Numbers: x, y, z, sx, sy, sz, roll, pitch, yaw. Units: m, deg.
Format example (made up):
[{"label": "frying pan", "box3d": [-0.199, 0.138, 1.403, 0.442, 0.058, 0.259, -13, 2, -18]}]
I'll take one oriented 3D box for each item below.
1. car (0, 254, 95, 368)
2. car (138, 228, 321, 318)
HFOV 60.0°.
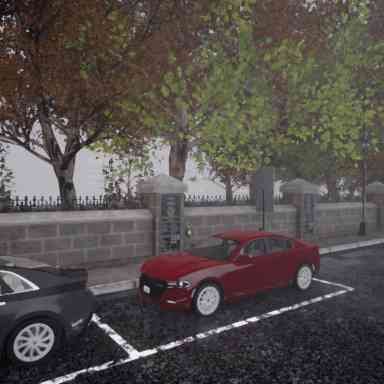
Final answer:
[{"label": "car", "box3d": [-3.489, 1.551, 4.166, 4.403, 1.369, 2.008, 0, 0, -35]}, {"label": "car", "box3d": [0.999, 1.545, 7.414, 4.507, 1.381, 1.887, 0, 0, -35]}]
